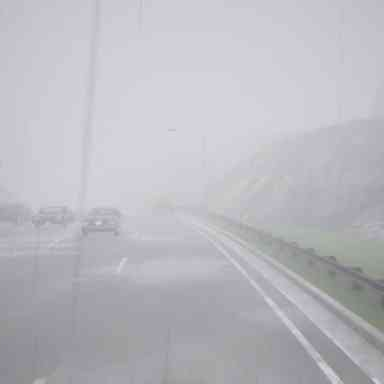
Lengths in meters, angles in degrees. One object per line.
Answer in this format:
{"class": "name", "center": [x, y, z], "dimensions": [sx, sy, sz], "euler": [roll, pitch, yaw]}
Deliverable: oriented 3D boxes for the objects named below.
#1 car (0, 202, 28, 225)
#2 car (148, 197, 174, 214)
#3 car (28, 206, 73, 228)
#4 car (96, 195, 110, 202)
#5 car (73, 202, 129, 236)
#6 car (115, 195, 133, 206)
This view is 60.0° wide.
{"class": "car", "center": [-12.794, 1.485, 23.571], "dimensions": [1.837, 1.490, 4.892], "euler": [0, 0, -10]}
{"class": "car", "center": [-3.278, 1.281, 34.570], "dimensions": [2.097, 1.767, 4.553], "euler": [0, 0, -15]}
{"class": "car", "center": [-8.908, 1.575, 21.904], "dimensions": [1.895, 1.301, 4.718], "euler": [0, 0, -10]}
{"class": "car", "center": [-18.064, 1.334, 67.437], "dimensions": [1.882, 1.535, 5.008], "euler": [0, 0, -30]}
{"class": "car", "center": [-4.761, 1.518, 18.196], "dimensions": [2.033, 1.411, 5.357], "euler": [0, 0, -8]}
{"class": "car", "center": [-10.933, 1.259, 53.272], "dimensions": [2.097, 1.767, 4.553], "euler": [0, 0, -24]}
